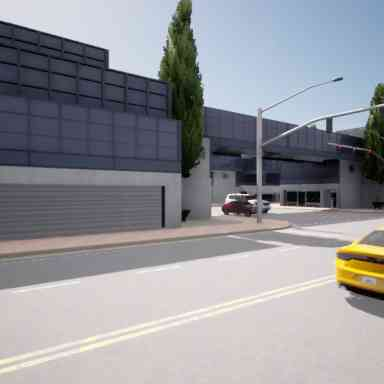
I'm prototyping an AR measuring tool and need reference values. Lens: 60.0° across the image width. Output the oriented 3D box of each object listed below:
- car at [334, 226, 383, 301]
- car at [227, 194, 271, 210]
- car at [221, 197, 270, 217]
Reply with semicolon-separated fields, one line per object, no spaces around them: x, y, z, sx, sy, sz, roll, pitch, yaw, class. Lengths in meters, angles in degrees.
5.297;1.478;7.632;5.008;1.535;1.882;0;0;-36;car
5.937;1.224;36.090;2.150;2.045;5.566;0;0;-37;car
4.764;1.528;31.825;1.812;1.442;4.674;0;0;-37;car
